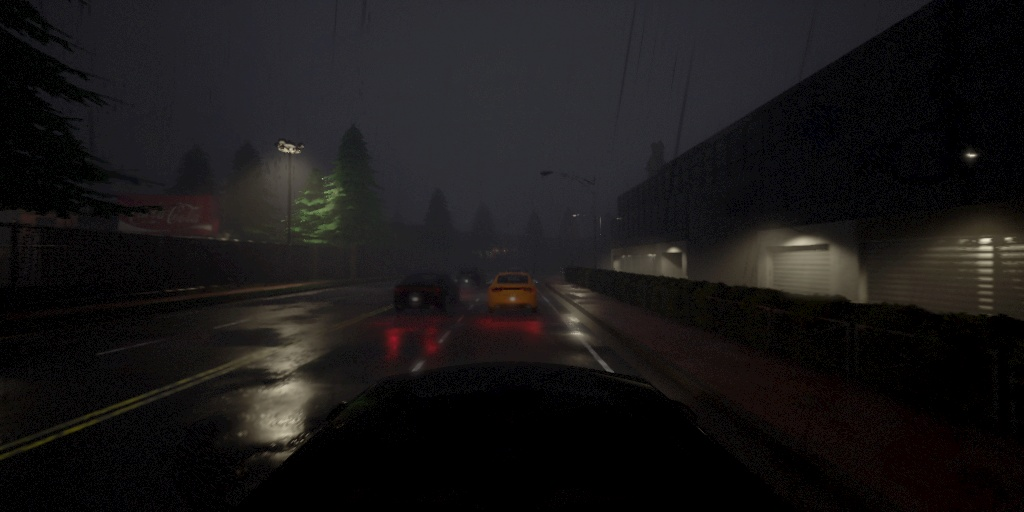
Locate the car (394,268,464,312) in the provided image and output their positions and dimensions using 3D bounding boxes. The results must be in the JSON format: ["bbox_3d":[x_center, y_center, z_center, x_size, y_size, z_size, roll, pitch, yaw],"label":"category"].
[{"bbox_3d":[-3.444,1.417,15.300,1.882,1.535,5.008,0,-1,0],"label":"car"}]

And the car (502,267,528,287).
[{"bbox_3d":[0.337,1.668,29.801,1.812,1.442,4.674,0,-1,5],"label":"car"}]

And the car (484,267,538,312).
[{"bbox_3d":[0.056,1.417,15.302,1.882,1.535,5.008,0,-1,0],"label":"car"}]

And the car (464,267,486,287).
[{"bbox_3d":[-3.223,1.640,29.146,1.837,1.490,4.892,0,0,4],"label":"car"}]

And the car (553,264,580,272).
[{"bbox_3d":[10.075,2.112,63.088,4.892,1.490,1.837,1,-2,-40],"label":"car"}]
